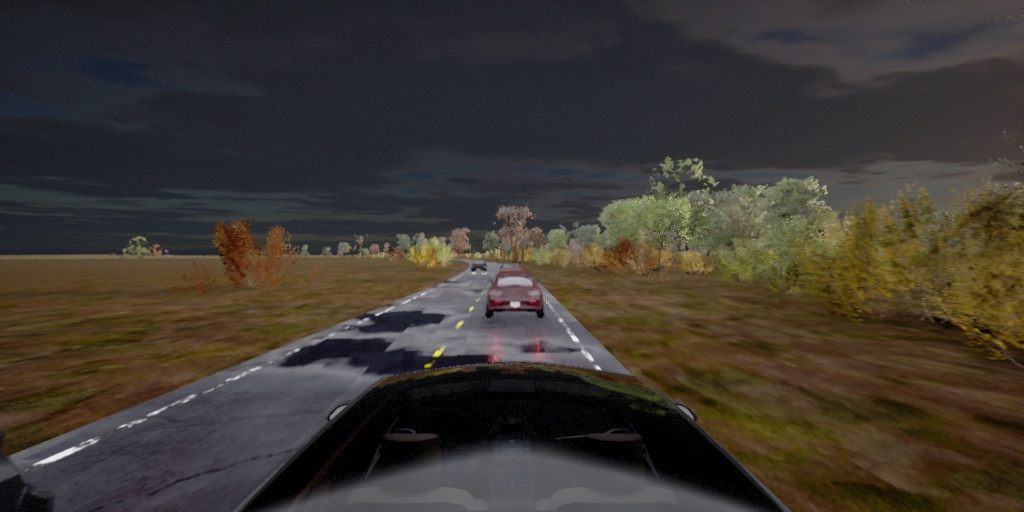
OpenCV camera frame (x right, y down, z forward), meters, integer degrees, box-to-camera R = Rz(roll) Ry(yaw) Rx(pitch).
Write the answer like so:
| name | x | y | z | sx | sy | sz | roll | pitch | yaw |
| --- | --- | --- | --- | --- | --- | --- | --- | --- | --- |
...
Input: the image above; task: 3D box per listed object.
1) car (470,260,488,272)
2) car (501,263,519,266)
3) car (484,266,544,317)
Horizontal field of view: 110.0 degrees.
| name | x | y | z | sx | sy | sz | roll | pitch | yaw |
| --- | --- | --- | --- | --- | --- | --- | --- | --- | --- |
| car | -3.897 | 1.166 | 42.716 | 2.033 | 1.411 | 5.357 | 0 | 0 | -3 |
| car | -0.172 | 1.256 | 30.352 | 1.895 | 1.301 | 4.718 | 0 | 0 | -2 |
| car | 0.092 | 1.239 | 12.779 | 1.812 | 1.442 | 4.674 | 0 | 0 | 0 |
